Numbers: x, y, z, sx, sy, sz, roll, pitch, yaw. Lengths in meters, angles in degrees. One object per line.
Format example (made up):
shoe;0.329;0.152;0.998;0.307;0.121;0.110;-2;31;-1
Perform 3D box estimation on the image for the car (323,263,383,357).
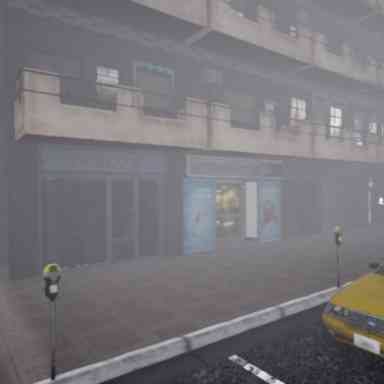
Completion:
car;4.014;1.431;5.316;4.829;1.417;1.752;-1;1;-36
